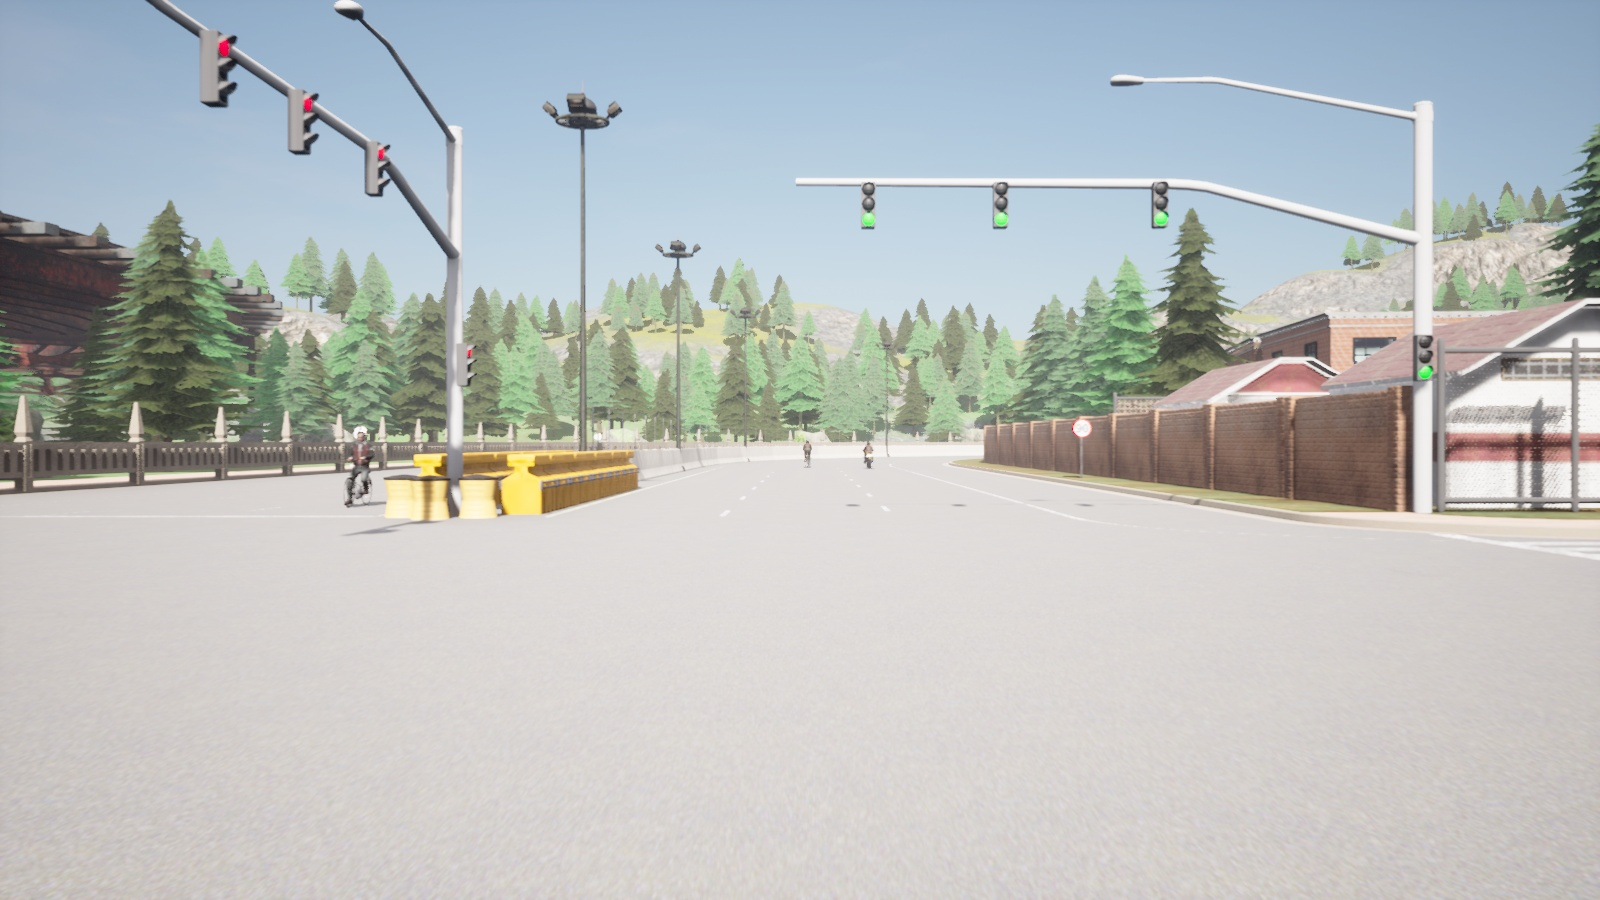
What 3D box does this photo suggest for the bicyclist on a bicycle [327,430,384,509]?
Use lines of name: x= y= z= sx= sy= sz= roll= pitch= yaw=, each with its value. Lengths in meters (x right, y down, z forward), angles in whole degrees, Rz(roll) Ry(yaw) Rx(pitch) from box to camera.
bicyclist on a bicycle: x=-10.317 y=0.440 z=29.218 sx=0.659 sy=1.776 sz=1.843 roll=0 pitch=0 yaw=0
